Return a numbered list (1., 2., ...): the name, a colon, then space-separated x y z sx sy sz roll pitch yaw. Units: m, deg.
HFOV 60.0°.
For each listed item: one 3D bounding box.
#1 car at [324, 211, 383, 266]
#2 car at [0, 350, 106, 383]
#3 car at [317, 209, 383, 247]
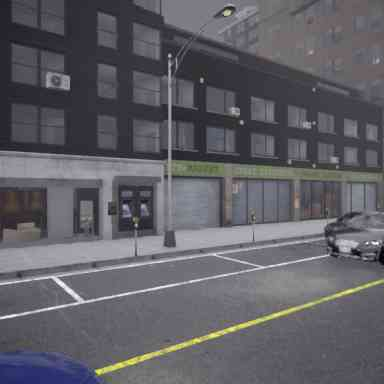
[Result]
1. car: 6.640 1.491 11.516 4.902 1.511 2.128 0 0 -35
2. car: -2.591 1.526 1.310 4.674 1.442 1.812 0 0 -35
3. car: 8.036 1.566 15.630 4.313 1.339 1.947 0 0 -36
